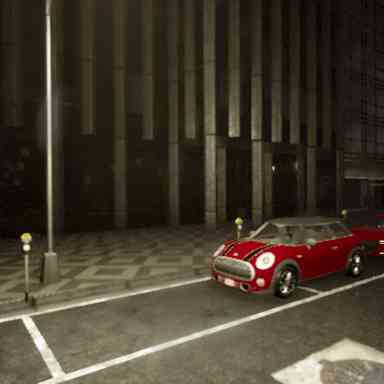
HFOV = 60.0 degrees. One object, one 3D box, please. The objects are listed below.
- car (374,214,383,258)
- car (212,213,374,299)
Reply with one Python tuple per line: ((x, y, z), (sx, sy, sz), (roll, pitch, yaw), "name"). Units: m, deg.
((7.012, 1.443, 11.543), (4.507, 1.381, 1.887), (-1, 0, -36), "car")
((2.423, 1.385, 8.266), (4.097, 1.590, 1.967), (-1, 0, -36), "car")
